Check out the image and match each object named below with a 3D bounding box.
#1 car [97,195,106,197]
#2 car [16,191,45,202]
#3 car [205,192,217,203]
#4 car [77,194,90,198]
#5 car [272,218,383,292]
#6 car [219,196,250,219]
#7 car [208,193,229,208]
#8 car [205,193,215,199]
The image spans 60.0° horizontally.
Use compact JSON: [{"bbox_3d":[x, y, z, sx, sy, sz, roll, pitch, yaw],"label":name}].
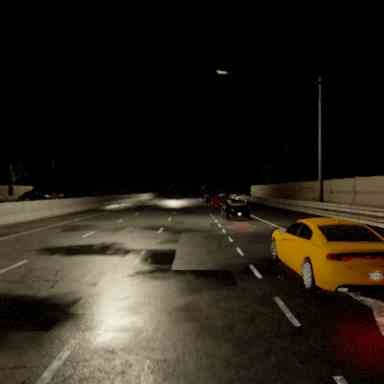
[{"bbox_3d":[-17.358,1.288,63.955,1.895,1.301,4.718,0,0,1],"label":"car"},{"bbox_3d":[-24.456,0.951,50.710,2.150,2.045,5.566,0,2,1],"label":"car"},{"bbox_3d":[3.621,0.929,60.008,2.150,2.045,5.566,0,0,0],"label":"car"},{"bbox_3d":[-20.858,1.213,63.915,1.812,1.442,4.674,0,1,1],"label":"car"},{"bbox_3d":[3.501,1.426,8.794,1.882,1.535,5.008,0,0,0],"label":"car"},{"bbox_3d":[3.511,1.355,26.974,1.837,1.490,4.892,0,0,0],"label":"car"},{"bbox_3d":[3.552,1.253,43.425,1.882,1.535,5.008,0,0,0],"label":"car"},{"bbox_3d":[4.707,1.082,87.509,1.895,1.301,4.718,0,1,10],"label":"car"}]
